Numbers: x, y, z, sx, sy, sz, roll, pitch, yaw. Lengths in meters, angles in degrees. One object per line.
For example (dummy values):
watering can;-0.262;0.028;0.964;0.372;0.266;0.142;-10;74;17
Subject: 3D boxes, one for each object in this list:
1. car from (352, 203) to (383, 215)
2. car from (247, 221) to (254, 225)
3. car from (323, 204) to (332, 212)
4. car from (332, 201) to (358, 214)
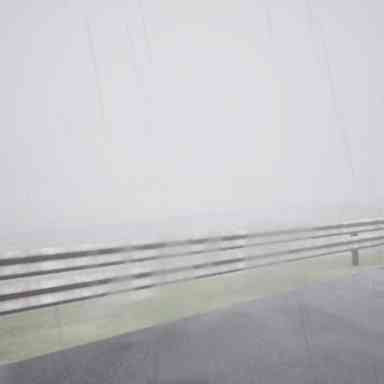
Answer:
car;29.421;2.934;55.001;4.892;1.490;1.837;-4;2;-26
car;9.752;4.073;45.258;4.902;1.511;2.128;-4;2;-26
car;26.311;2.883;61.272;4.902;1.511;2.128;-4;2;-26
car;27.882;2.613;58.142;5.566;2.045;2.150;-4;2;-26
